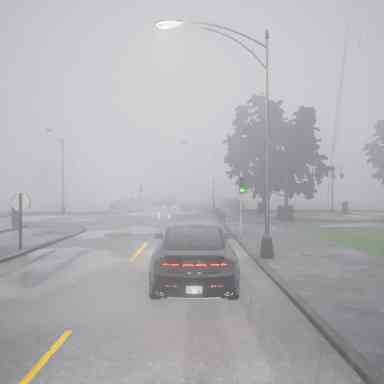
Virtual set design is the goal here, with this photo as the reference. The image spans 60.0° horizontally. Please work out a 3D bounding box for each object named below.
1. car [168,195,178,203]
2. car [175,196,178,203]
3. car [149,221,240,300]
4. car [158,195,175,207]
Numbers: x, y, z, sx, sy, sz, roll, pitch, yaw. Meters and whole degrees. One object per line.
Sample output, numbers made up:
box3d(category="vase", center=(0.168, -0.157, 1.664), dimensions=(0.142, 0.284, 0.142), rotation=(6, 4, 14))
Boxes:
box3d(category="car", center=(-4.020, 1.500, 70.413), dimensions=(1.837, 1.490, 4.892), rotation=(0, 0, 0))
box3d(category="car", center=(-4.087, 1.601, 60.199), dimensions=(1.895, 1.301, 4.718), rotation=(0, 0, 0))
box3d(category="car", center=(0.058, 1.505, 8.373), dimensions=(1.837, 1.490, 4.892), rotation=(0, 0, 0))
box3d(category="car", center=(-4.109, 1.505, 50.805), dimensions=(1.837, 1.490, 4.892), rotation=(0, 0, 0))
